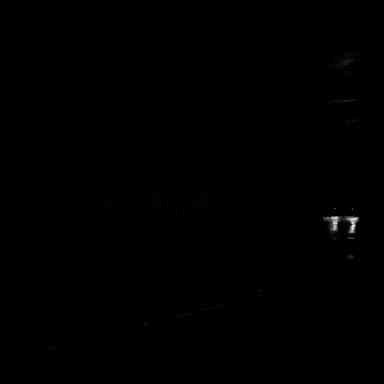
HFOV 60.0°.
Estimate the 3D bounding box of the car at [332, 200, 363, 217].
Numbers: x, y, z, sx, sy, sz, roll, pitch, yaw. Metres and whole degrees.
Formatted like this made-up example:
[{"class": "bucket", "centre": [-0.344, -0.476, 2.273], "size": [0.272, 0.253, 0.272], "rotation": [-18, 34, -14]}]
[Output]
[{"class": "car", "centre": [14.583, 1.440, 30.776], "size": [1.812, 1.442, 4.674], "rotation": [-1, 0, 39]}]
